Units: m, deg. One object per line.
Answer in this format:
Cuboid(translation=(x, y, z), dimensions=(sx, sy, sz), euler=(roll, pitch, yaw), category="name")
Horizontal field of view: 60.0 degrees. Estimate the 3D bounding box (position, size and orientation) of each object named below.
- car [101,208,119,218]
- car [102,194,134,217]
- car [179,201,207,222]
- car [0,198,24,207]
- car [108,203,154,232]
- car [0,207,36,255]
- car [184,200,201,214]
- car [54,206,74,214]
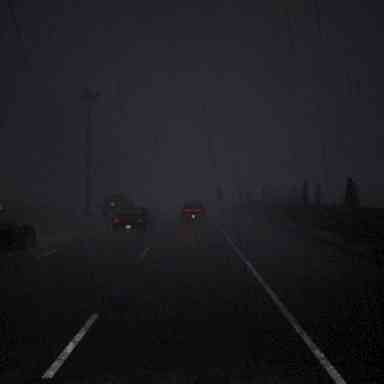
Cuboid(translation=(-14.010, 3.660, 57.127), dimensions=(1.837, 1.490, 4.892), euler=(0, -7, 0), category="car")
Cuboid(translation=(-6.905, 1.268, 31.612), dimensions=(2.150, 2.045, 5.566), euler=(0, -2, 0), category="car")
Cuboid(translation=(0.094, 1.469, 25.959), dimensions=(1.837, 1.490, 4.892), euler=(0, 0, 0), category="car")
Cuboid(translation=(-17.590, 1.384, 30.975), dimensions=(2.097, 1.767, 4.553), euler=(0, -1, 0), category="car")
Cuboid(translation=(-3.404, 1.568, 20.059), dimensions=(1.895, 1.301, 4.718), euler=(0, 0, 0), category="car")
Cuboid(translation=(-6.902, 1.473, 10.826), dimensions=(2.128, 1.511, 4.902), euler=(0, 0, 0), category="car")
Cuboid(translation=(0.092, 1.963, 42.737), dimensions=(2.097, 1.767, 4.553), euler=(0, -4, 0), category="car")
Cuboid(translation=(-21.008, 3.110, 54.417), dimensions=(2.097, 1.767, 4.553), euler=(0, -7, 0), category="car")
